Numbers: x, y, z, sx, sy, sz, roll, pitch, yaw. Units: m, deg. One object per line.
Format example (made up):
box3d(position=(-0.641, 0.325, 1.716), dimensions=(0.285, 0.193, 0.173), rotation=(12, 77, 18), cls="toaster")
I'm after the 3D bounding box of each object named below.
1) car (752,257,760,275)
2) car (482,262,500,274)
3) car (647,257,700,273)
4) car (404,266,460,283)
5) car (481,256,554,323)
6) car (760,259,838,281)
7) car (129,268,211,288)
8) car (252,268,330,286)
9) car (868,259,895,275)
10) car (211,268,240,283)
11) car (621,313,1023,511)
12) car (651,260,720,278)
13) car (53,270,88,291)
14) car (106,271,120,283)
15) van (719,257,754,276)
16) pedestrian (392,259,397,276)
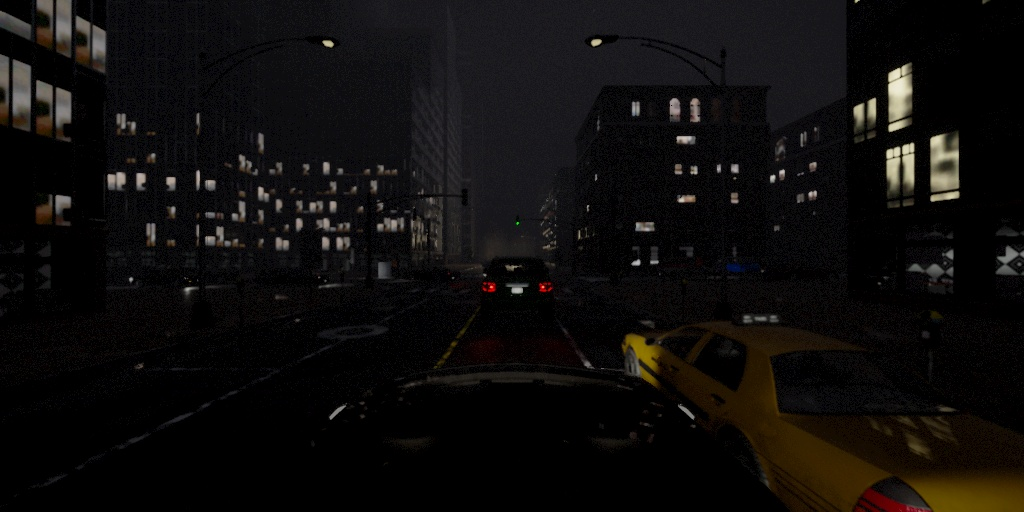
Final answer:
box3d(position=(24.580, 1.045, 31.692), dimensions=(4.902, 1.511, 2.128), rotation=(-1, 0, 0), cls="car")
box3d(position=(-2.551, 1.489, 45.242), dimensions=(2.033, 1.411, 5.357), rotation=(0, 0, 0), cls="car")
box3d(position=(15.535, 0.986, 34.119), dimensions=(5.009, 1.841, 2.192), rotation=(0, 0, 0), cls="car")
box3d(position=(-6.898, 1.550, 30.629), dimensions=(4.718, 1.301, 1.895), rotation=(-1, 0, 26), cls="car")
box3d(position=(0.167, 1.021, 12.459), dimensions=(2.150, 2.045, 5.566), rotation=(0, 0, 0), cls="car")
box3d(position=(21.246, 1.127, 26.261), dimensions=(4.507, 1.381, 1.888), rotation=(0, 0, 0), cls="car")
box3d(position=(-27.331, 1.718, 28.480), dimensions=(4.892, 1.490, 1.837), rotation=(-1, 0, 0), cls="car")
box3d(position=(-17.516, 1.630, 28.540), dimensions=(5.357, 1.411, 2.033), rotation=(-1, 0, 0), cls="car")
box3d(position=(34.343, 0.962, 31.715), dimensions=(4.674, 1.442, 1.812), rotation=(-1, 0, 0), cls="car")
box3d(position=(-28.193, 1.787, 33.853), dimensions=(4.403, 1.370, 2.007), rotation=(0, 0, 0), cls="car")
box3d(position=(2.577, 1.285, 3.999), dimensions=(1.751, 1.417, 4.829), rotation=(0, 0, 0), cls="car")
box3d(position=(15.255, 1.270, 31.656), dimensions=(4.718, 1.301, 1.895), rotation=(-1, 0, 0), cls="car")
box3d(position=(-33.764, 1.859, 25.970), dimensions=(4.313, 1.339, 1.948), rotation=(0, 0, 0), cls="car")
box3d(position=(-39.489, 1.970, 33.781), dimensions=(4.207, 1.307, 1.802), rotation=(0, 0, 0), cls="car")
box3d(position=(21.191, 0.942, 34.142), dimensions=(3.998, 1.789, 1.690), rotation=(0, 0, 0), cls="van")
box3d(position=(-12.120, 1.173, 36.937), dimensions=(0.375, 1.860, 0.375), rotation=(0, 1, 0), cls="pedestrian")
